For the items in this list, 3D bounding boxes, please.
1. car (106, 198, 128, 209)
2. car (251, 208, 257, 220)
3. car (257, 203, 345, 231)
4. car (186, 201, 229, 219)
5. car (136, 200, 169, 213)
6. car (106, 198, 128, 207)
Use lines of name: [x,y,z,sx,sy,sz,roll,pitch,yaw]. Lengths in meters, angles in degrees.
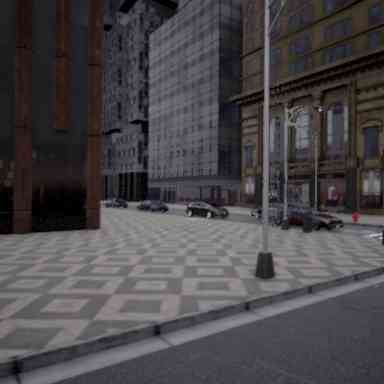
car: [-10.658,1.623,47.171,1.994,1.385,4.181,1,0,-35]
car: [7.061,1.660,27.718,1.837,1.490,4.892,1,0,-35]
car: [7.184,1.680,22.044,2.033,1.411,5.357,1,0,-35]
car: [1.355,1.610,30.240,1.837,1.490,4.892,1,0,-36]
car: [-4.682,1.628,38.727,2.033,1.411,5.357,1,0,-34]
car: [-12.477,1.644,55.142,1.994,1.385,4.181,1,0,-35]
